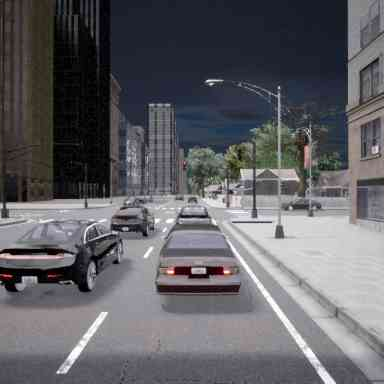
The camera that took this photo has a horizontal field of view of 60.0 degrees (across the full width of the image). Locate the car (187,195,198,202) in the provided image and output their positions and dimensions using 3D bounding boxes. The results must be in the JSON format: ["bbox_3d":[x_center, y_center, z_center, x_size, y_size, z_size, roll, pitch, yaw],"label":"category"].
[{"bbox_3d":[0.119,1.497,70.373,1.837,1.490,4.892,0,0,0],"label":"car"}]

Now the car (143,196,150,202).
[{"bbox_3d":[-9.761,1.595,63.152,1.895,1.301,4.718,0,0,1],"label":"car"}]

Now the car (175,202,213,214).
[{"bbox_3d":[0.107,1.491,17.872,2.128,1.511,4.902,0,0,0],"label":"car"}]

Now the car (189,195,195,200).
[{"bbox_3d":[0.048,1.525,94.398,1.812,1.442,4.674,0,0,0],"label":"car"}]

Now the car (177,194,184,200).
[{"bbox_3d":[-3.202,1.311,93.991,1.882,1.535,5.008,0,0,0],"label":"car"}]

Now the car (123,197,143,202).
[{"bbox_3d":[-9.799,1.487,53.832,2.128,1.511,4.902,0,0,1],"label":"car"}]

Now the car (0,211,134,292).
[{"bbox_3d":[-3.147,1.492,8.889,2.128,1.511,4.902,0,0,0],"label":"car"}]

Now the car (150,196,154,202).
[{"bbox_3d":[-9.713,1.517,73.264,1.812,1.442,4.674,0,0,0],"label":"car"}]

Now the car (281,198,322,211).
[{"bbox_3d":[13.303,1.554,40.768,4.892,1.490,1.837,0,-1,0],"label":"car"}]

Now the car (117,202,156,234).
[{"bbox_3d":[-3.141,1.504,18.149,1.837,1.490,4.892,0,0,0],"label":"car"}]

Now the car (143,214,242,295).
[{"bbox_3d":[0.095,1.545,8.818,2.033,1.411,5.357,0,0,-1],"label":"car"}]

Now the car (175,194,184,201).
[{"bbox_3d":[-3.207,1.342,83.957,2.097,1.767,4.553,0,0,0],"label":"car"}]
